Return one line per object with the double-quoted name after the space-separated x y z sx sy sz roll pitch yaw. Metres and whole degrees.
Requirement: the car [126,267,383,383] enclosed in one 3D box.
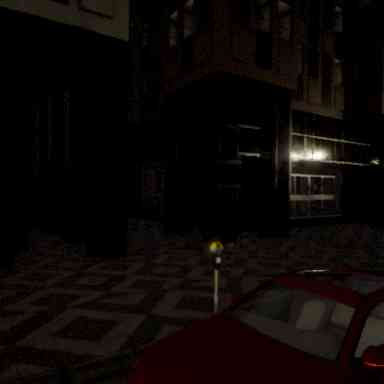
1.385 1.551 3.505 4.206 1.307 1.802 0 1 -34 "car"
